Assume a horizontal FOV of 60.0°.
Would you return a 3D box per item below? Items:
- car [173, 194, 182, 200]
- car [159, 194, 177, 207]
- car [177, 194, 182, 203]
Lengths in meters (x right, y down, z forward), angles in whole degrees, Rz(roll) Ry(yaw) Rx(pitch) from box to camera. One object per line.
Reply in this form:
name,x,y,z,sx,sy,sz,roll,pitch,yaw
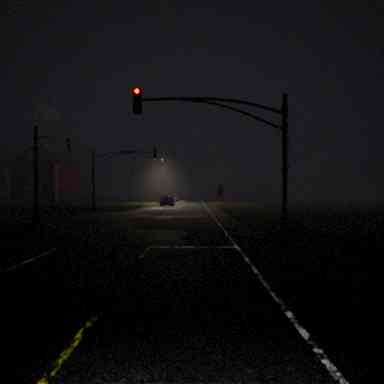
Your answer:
car,-3.268,1.147,77.058,1.895,1.301,4.718,0,0,0
car,-3.450,1.256,45.966,1.882,1.535,5.008,0,1,0
car,-3.356,1.215,61.996,1.812,1.442,4.674,0,0,1
